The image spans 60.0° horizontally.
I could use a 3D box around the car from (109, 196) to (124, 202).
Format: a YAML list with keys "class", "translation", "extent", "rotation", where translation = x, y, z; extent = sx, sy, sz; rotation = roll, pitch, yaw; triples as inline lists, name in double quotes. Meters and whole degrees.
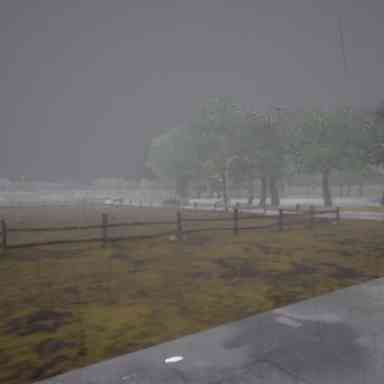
- class: "car"
  translation: [-20.126, 1.909, 91.022]
  extent: [1.837, 1.490, 4.892]
  rotation: [-3, 1, -35]

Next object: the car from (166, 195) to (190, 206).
- class: "car"
  translation: [-2.661, 1.551, 61.375]
  extent: [2.150, 2.045, 5.566]
  rotation: [-3, 1, -35]
